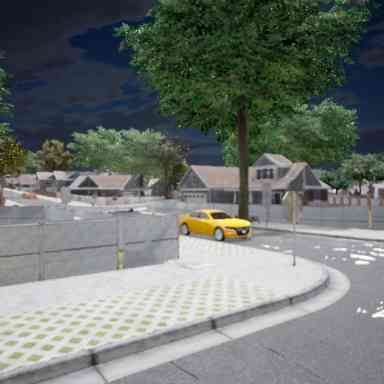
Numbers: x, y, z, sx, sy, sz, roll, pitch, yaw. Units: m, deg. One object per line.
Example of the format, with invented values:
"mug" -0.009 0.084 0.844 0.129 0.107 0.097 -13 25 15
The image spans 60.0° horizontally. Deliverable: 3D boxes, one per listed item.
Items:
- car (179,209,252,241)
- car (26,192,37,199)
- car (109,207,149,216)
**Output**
"car" 1.170 1.748 18.677 1.882 1.535 5.008 0 -1 -35
"car" -39.339 0.743 81.198 2.097 1.767 4.553 0 2 -35
"car" -5.311 1.968 27.909 1.895 1.301 4.718 0 0 -35
